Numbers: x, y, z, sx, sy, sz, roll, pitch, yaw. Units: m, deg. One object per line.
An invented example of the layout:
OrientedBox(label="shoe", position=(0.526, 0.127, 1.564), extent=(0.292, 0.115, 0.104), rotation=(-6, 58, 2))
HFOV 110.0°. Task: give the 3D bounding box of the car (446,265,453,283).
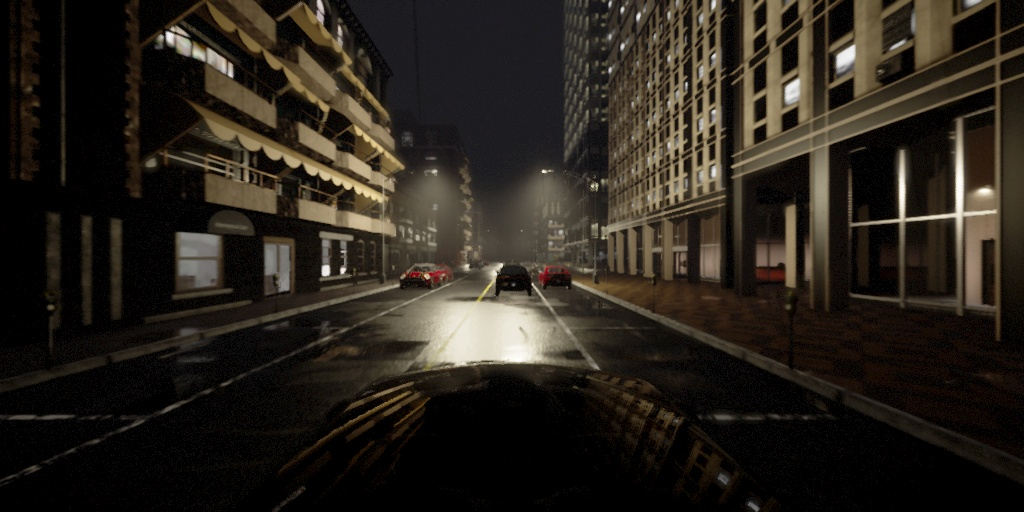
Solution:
OrientedBox(label="car", position=(-5.714, 1.371, 28.453), extent=(1.802, 1.307, 4.207), rotation=(0, 0, 0))

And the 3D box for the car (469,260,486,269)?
OrientedBox(label="car", position=(-5.739, 1.388, 56.696), extent=(2.007, 1.370, 4.403), rotation=(0, 0, 0))

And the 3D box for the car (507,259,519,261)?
OrientedBox(label="car", position=(0.060, 1.154, 38.711), extent=(2.097, 1.767, 4.553), rotation=(0, 0, 0))

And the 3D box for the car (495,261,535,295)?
OrientedBox(label="car", position=(0.074, 1.252, 20.035), extent=(1.882, 1.535, 5.008), rotation=(0, 0, 0))

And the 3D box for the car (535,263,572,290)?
OrientedBox(label="car", position=(2.671, 1.322, 22.812), extent=(1.888, 1.381, 4.507), rotation=(0, 0, 0))

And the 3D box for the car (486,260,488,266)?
OrientedBox(label="car", position=(-5.743, 1.398, 62.344), extent=(2.007, 1.370, 4.403), rotation=(0, 0, 0))

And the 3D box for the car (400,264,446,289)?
OrientedBox(label="car", position=(-5.709, 1.221, 22.805), extent=(1.967, 1.591, 4.097), rotation=(0, 0, 0))
